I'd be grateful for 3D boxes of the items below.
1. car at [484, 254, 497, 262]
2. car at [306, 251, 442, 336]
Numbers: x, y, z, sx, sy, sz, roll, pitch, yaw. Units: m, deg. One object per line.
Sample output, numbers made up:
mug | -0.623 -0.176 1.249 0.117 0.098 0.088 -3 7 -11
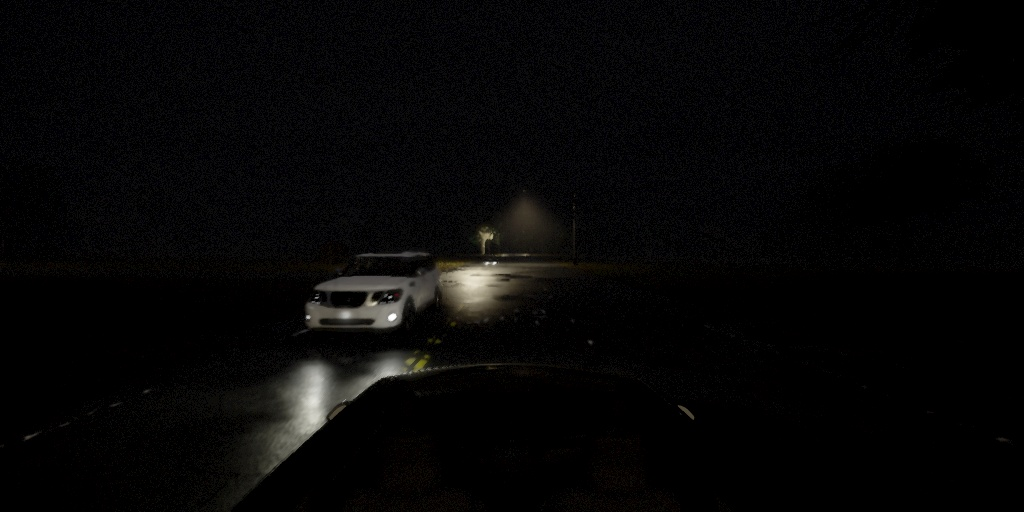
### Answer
car | -3.630 0.379 60.985 1.994 1.385 4.181 0 1 0
car | -3.499 0.872 10.317 2.150 2.045 5.566 0 1 0
